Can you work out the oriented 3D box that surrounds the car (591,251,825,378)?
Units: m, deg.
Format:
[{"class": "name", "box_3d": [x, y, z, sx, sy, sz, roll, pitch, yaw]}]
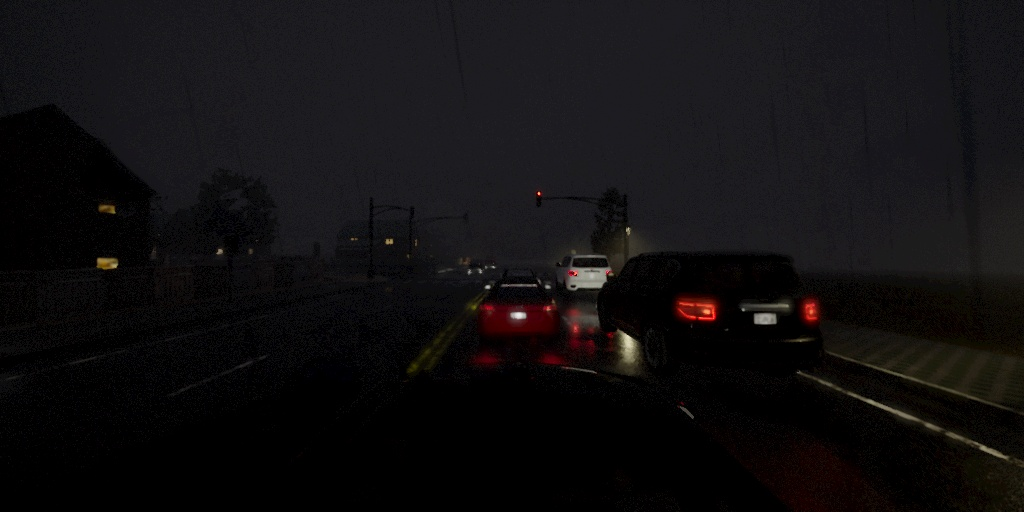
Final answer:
[{"class": "car", "box_3d": [3.385, 0.947, 7.463, 2.150, 2.045, 5.566, 0, 0, 0]}]

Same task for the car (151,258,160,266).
[{"class": "car", "box_3d": [-41.050, 0.508, 39.051, 5.357, 1.411, 2.033, 1, -1, 16]}]

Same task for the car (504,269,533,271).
[{"class": "car", "box_3d": [0.304, 1.297, 18.765, 1.895, 1.301, 4.718, 0, 0, -3]}]

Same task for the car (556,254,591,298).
[{"class": "car", "box_3d": [3.518, 0.918, 18.198, 2.150, 2.045, 5.566, 0, 0, 1]}]

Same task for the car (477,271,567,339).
[{"class": "car", "box_3d": [0.160, 1.286, 9.956, 1.994, 1.385, 4.181, 0, 0, 0]}]

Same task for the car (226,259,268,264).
[{"class": "car", "box_3d": [-25.359, 0.738, 34.700, 4.892, 1.490, 1.837, 1, -1, 15]}]

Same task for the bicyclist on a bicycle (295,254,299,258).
[{"class": "bicyclist on a bicycle", "box_3d": [-24.274, 0.627, 40.485, 0.582, 1.620, 1.656, 1, 0, 15]}]

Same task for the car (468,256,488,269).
[{"class": "car", "box_3d": [-5.141, 1.108, 52.643, 1.882, 1.535, 5.008, 0, 0, 3]}]
